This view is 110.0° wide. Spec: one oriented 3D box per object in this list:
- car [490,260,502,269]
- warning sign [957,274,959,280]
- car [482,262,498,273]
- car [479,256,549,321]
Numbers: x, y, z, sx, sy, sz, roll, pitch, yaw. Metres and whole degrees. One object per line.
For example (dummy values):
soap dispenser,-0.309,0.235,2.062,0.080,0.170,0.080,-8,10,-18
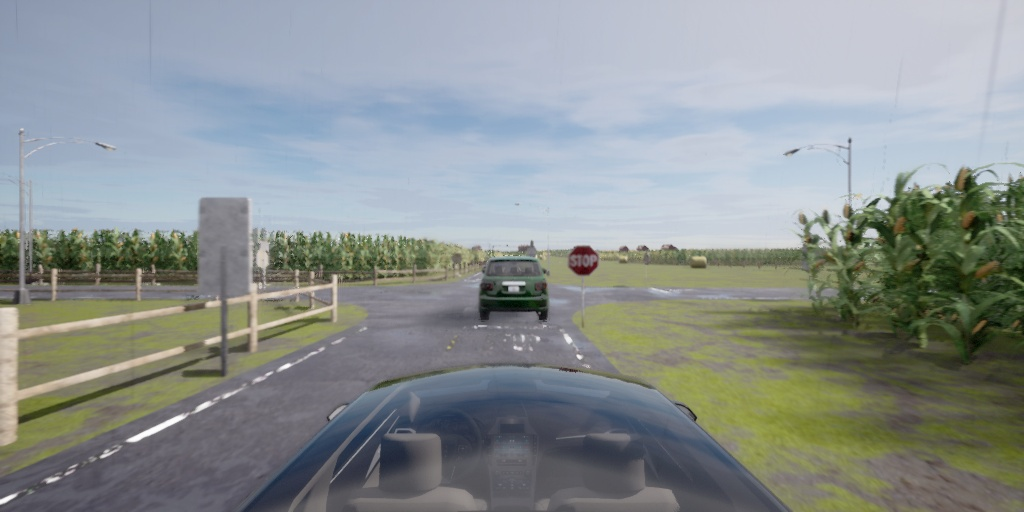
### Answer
car,-2.840,1.508,63.389,1.812,1.442,4.674,0,0,0
warning sign,21.799,1.045,17.243,1.060,1.860,1.300,0,0,-1
car,-2.866,1.538,47.234,1.895,1.301,4.718,0,0,0
car,0.065,1.033,12.855,2.150,2.045,5.566,0,0,0
